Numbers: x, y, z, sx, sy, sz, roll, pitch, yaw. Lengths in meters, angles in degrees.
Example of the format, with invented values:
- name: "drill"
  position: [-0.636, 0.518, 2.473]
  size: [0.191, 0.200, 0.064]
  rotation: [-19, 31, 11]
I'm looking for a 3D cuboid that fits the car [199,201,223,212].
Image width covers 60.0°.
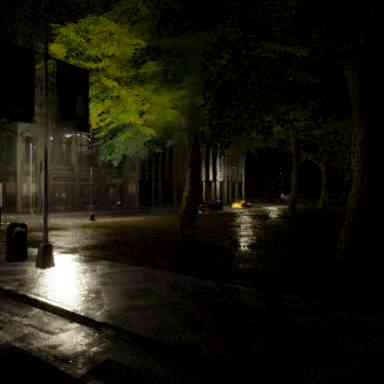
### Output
- name: "car"
  position: [3.018, 2.242, 51.170]
  size: [2.128, 1.511, 4.902]
  rotation: [0, -1, 35]

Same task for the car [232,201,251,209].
- name: "car"
  position: [9.062, 2.350, 60.192]
  size: [1.882, 1.535, 5.008]
  rotation: [0, 0, 34]

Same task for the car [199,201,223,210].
- name: "car"
  position: [3.319, 2.272, 57.050]
  size: [1.882, 1.535, 5.008]
  rotation: [0, 0, 34]
